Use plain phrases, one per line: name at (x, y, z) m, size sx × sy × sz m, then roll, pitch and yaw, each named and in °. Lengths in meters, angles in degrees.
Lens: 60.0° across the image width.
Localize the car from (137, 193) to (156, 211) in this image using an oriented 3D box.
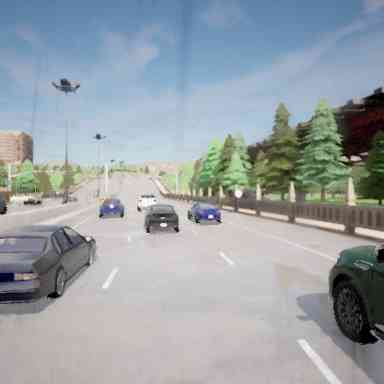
car at (-5.483, 1.185, 40.304) m, size 2.150 × 2.045 × 5.566 m, roll 0°, pitch 0°, yaw -10°

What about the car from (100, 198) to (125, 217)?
car at (-7.394, 1.334, 31.127) m, size 2.097 × 1.767 × 4.553 m, roll 0°, pitch 0°, yaw -10°

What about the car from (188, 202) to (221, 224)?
car at (0.870, 1.493, 24.657) m, size 1.812 × 1.442 × 4.674 m, roll 0°, pitch 0°, yaw -10°

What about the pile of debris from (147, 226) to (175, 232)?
pile of debris at (-1.841, 2.156, 19.560) m, size 1.500 × 0.140 × 1.860 m, roll 0°, pitch 0°, yaw -10°

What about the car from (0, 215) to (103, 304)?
car at (-3.797, 1.548, 8.329) m, size 2.033 × 1.411 × 5.357 m, roll 0°, pitch 0°, yaw -5°

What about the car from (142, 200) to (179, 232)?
car at (-1.896, 1.485, 19.961) m, size 1.837 × 1.490 × 4.892 m, roll 0°, pitch 0°, yaw -9°

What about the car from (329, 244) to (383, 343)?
car at (3.453, 1.210, 3.277) m, size 2.150 × 2.045 × 5.566 m, roll 0°, pitch 0°, yaw -2°
